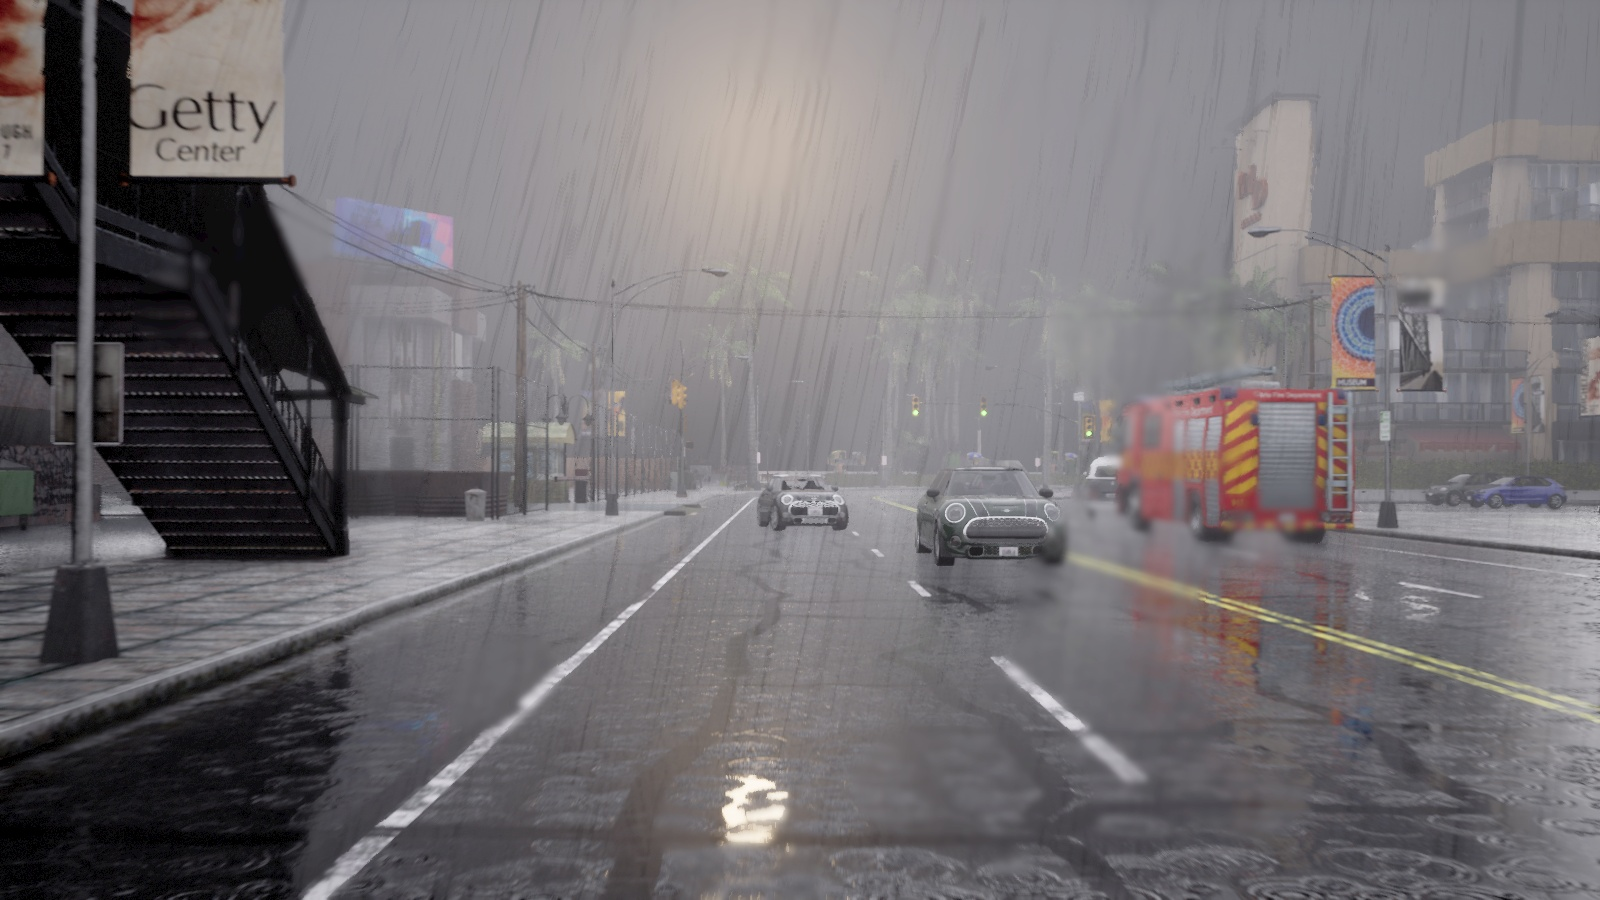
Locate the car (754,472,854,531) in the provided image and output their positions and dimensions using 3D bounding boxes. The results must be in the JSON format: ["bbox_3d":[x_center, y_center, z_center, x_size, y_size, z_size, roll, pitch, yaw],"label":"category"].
[{"bbox_3d":[0.041,1.349,33.962,1.970,1.475,3.806,0,-1,-11],"label":"car"}]

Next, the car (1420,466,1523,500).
[{"bbox_3d":[32.537,1.603,60.936,3.988,1.617,1.851,0,-1,-1],"label":"car"}]

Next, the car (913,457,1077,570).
[{"bbox_3d":[3.275,1.029,22.029,2.097,1.767,4.553,0,-1,-1],"label":"car"}]

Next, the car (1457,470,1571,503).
[{"bbox_3d":[32.630,1.659,57.449,4.193,1.474,1.816,0,-1,-2],"label":"car"}]

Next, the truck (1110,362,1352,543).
[{"bbox_3d":[10.161,0.125,30.800,2.891,3.827,8.468,0,-1,-1],"label":"truck"}]

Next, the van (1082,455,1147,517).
[{"bbox_3d":[10.958,1.228,43.837,2.069,2.038,4.480,-1,-1,14],"label":"van"}]
